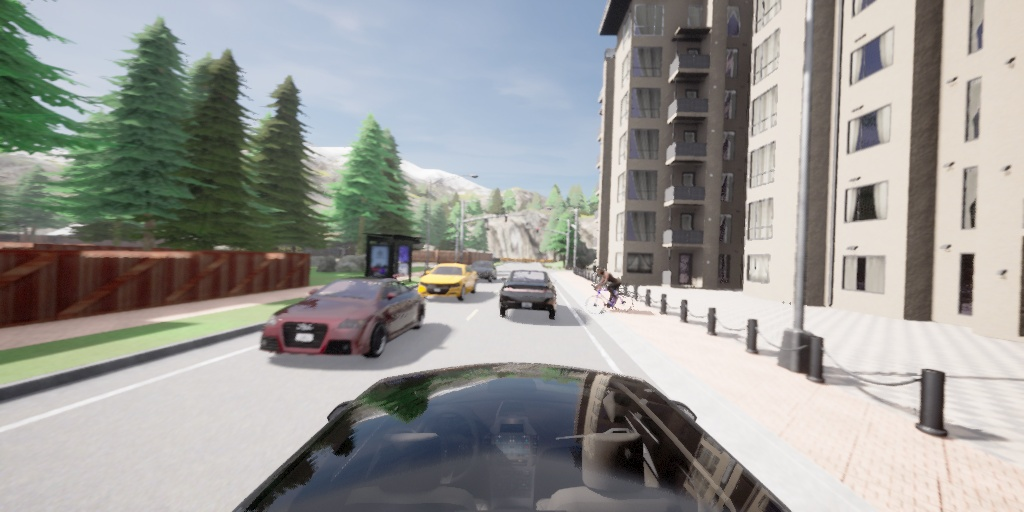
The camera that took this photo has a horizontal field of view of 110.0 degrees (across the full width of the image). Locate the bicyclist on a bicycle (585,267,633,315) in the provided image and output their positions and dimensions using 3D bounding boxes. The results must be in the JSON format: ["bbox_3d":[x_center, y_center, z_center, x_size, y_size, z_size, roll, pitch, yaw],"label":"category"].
[{"bbox_3d":[3.321,1.203,12.435,1.656,1.620,0.582,-6,0,3],"label":"bicyclist on a bicycle"}]

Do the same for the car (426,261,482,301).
[{"bbox_3d":[-2.853,1.102,16.873,1.882,1.535,5.008,2,0,3],"label":"car"}]

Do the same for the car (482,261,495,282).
[{"bbox_3d":[-2.235,1.139,27.232,1.837,1.490,4.892,2,0,4],"label":"car"}]

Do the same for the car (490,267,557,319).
[{"bbox_3d":[0.606,1.249,13.081,2.128,1.511,4.902,2,0,4],"label":"car"}]

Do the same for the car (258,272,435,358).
[{"bbox_3d":[-3.364,1.180,8.004,1.994,1.385,4.181,2,0,3],"label":"car"}]
